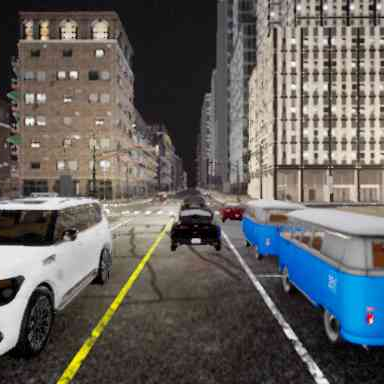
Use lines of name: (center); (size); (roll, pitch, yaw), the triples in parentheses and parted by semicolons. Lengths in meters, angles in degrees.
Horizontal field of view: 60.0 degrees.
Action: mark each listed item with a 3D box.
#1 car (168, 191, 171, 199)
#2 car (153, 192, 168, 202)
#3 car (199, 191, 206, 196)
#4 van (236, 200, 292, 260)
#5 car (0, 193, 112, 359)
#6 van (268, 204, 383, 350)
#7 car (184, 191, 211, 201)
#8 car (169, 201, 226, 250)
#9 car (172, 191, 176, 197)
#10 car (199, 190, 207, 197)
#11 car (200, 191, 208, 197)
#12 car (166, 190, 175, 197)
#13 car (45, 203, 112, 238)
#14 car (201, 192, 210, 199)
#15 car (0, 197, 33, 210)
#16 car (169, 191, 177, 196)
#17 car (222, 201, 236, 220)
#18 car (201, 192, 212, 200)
car: (-5.487, 0.715, 60.773); (1.967, 1.590, 4.097); (1, 1, 0)
car: (-5.507, 0.928, 55.122); (1.802, 1.307, 4.206); (1, 1, 0)
car: (2.999, 0.365, 94.822); (1.752, 1.417, 4.829); (1, 1, 0)
van: (2.739, 1.208, 11.499); (1.690, 1.788, 3.998); (1, 1, 0)
car: (-3.075, 1.149, 6.219); (2.150, 2.045, 5.566); (0, 1, 0)
van: (2.721, 1.272, 5.922); (1.690, 1.788, 3.998); (1, 1, 0)
car: (0.148, 1.066, 24.480); (2.097, 1.767, 4.553); (0, 1, -1)
car: (0.144, 1.349, 13.506); (1.837, 1.490, 4.892); (0, 1, 0)
car: (-5.436, 0.609, 77.726); (2.008, 1.369, 4.403); (1, 1, 0)
car: (2.982, 0.355, 89.000); (1.967, 1.590, 4.097); (1, 1, 0)
car: (2.963, 0.537, 83.349); (2.008, 1.369, 4.403); (1, 1, 0)
car: (-5.416, 0.426, 83.376); (1.967, 1.590, 4.097); (1, 1, 0)
car: (-5.627, 1.367, 17.110); (1.947, 1.339, 4.313); (1, 1, 0)
car: (2.927, 0.676, 72.048); (1.887, 1.381, 4.507); (1, 1, 0)
car: (-19.732, 1.202, 35.657); (4.403, 1.369, 2.008); (0, 0, 1)
car: (-5.382, 0.369, 94.510); (1.752, 1.417, 4.829); (1, 1, 0)
car: (2.771, 1.280, 22.654); (1.887, 1.381, 4.507); (1, 1, 0)
car: (2.909, 0.754, 66.397); (2.008, 1.369, 4.403); (1, 1, 0)
